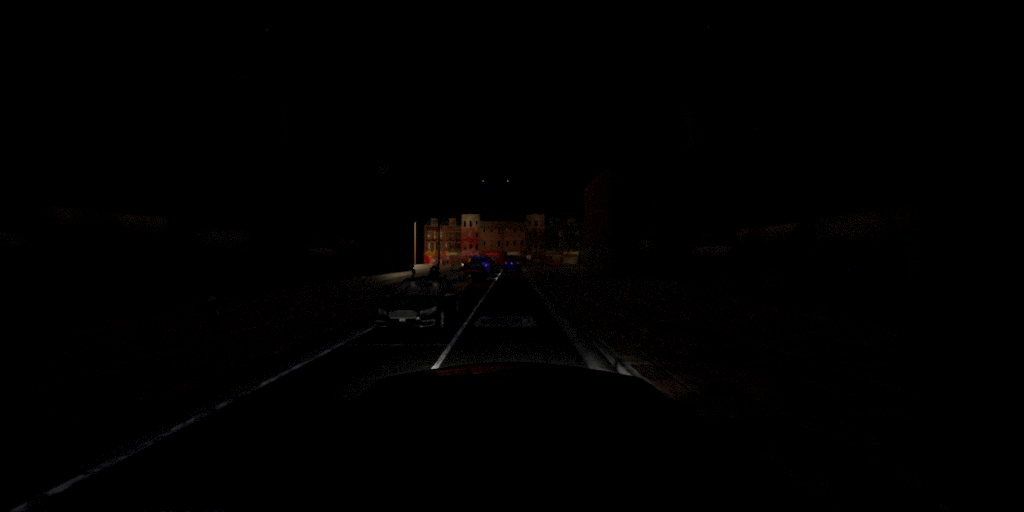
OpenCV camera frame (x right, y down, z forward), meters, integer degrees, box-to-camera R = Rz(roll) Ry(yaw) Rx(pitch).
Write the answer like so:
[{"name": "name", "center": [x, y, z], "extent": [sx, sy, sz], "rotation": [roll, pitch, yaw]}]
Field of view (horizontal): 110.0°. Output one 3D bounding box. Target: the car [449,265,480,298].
[{"name": "car", "center": [-2.643, 1.294, 16.085], "extent": [1.751, 1.417, 4.829], "rotation": [0, 0, 0]}]

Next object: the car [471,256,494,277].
[{"name": "car", "center": [-2.993, 1.028, 35.574], "extent": [2.150, 2.045, 5.566], "rotation": [0, 0, 0]}]

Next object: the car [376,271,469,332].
[{"name": "car", "center": [-2.641, 1.312, 10.828], "extent": [2.007, 1.370, 4.403], "rotation": [0, 0, 0]}]

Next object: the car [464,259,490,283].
[{"name": "car", "center": [-3.024, 1.264, 28.544], "extent": [1.882, 1.535, 5.008], "rotation": [0, 0, 0]}]

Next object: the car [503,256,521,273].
[{"name": "car", "center": [-0.013, 1.025, 46.238], "extent": [2.150, 2.045, 5.566], "rotation": [0, 0, 0]}]
